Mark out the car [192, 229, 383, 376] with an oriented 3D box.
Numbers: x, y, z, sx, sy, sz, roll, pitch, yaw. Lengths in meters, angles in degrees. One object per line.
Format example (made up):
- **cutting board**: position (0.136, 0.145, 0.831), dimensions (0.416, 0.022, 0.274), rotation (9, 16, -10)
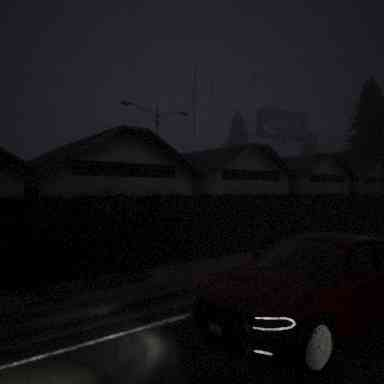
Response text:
- **car**: position (2.279, 1.470, 5.765), dimensions (5.008, 1.535, 1.882), rotation (0, 0, -37)
